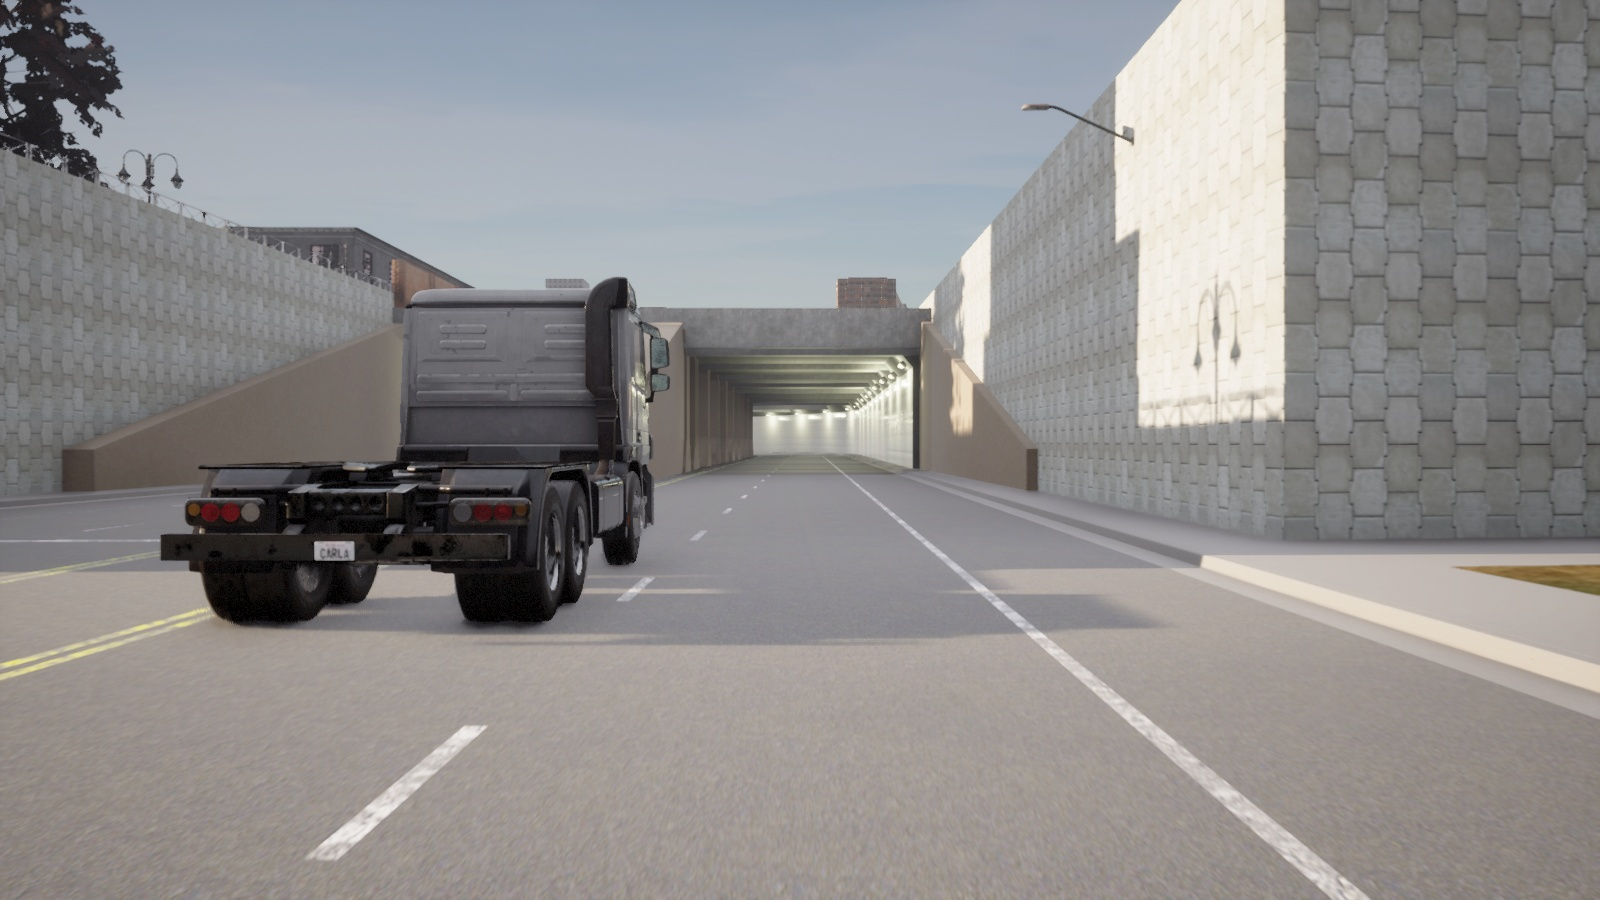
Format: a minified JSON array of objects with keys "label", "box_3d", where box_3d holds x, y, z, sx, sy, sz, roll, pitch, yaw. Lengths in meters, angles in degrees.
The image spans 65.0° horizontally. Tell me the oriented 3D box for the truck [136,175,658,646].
[{"label":"truck","box_3d":[-3.410,-0.313,13.195,2.891,3.462,7.936,0,0,0]}]
